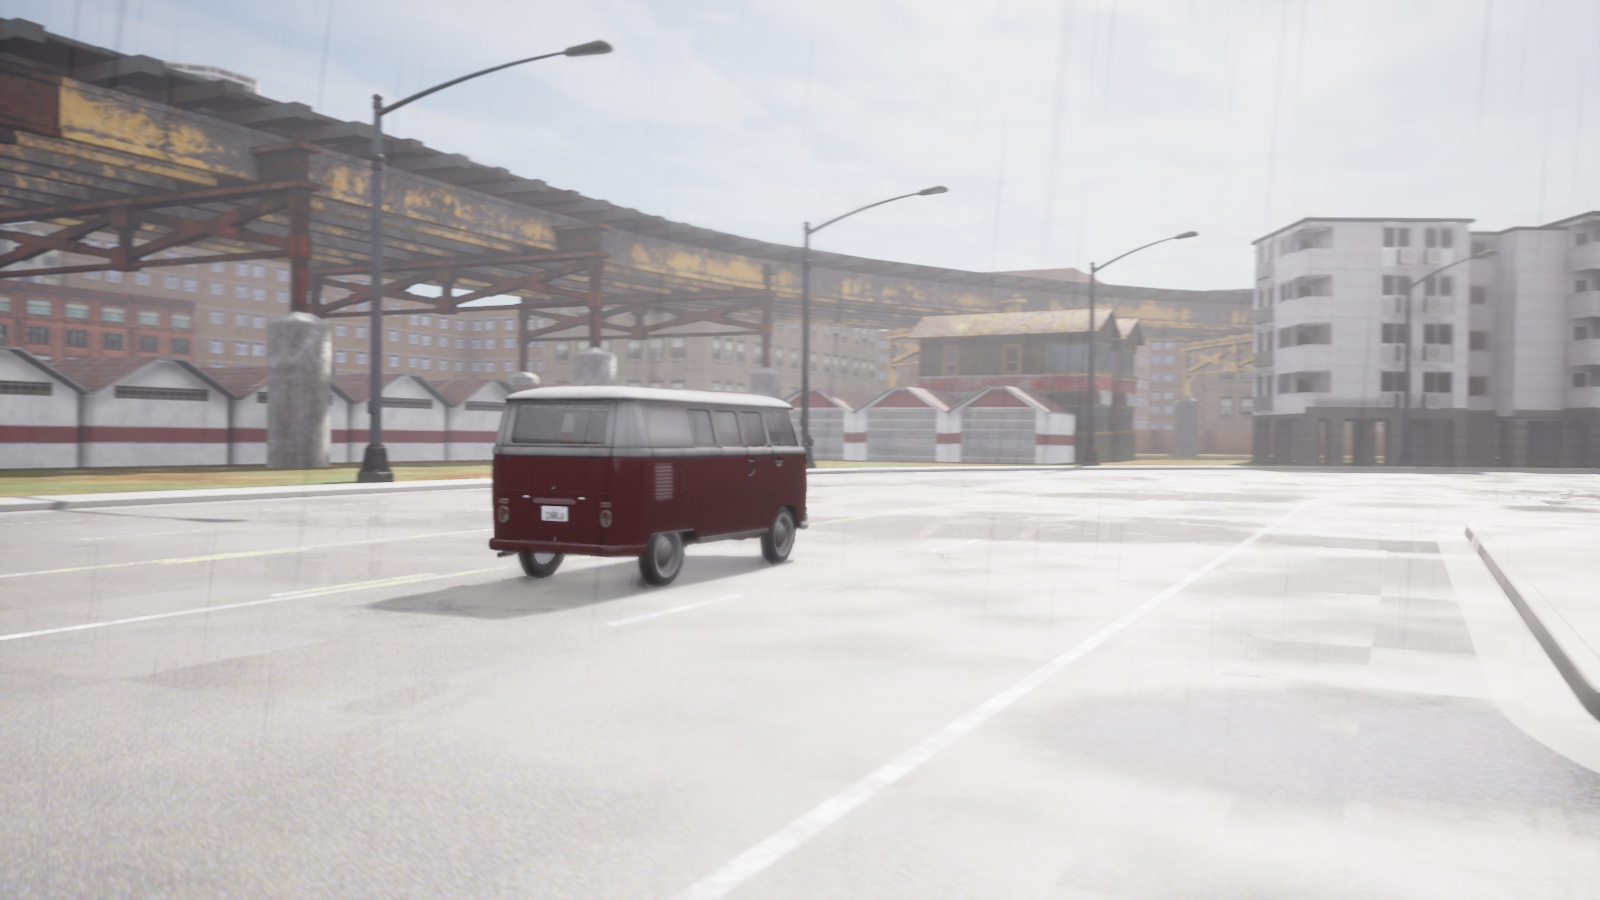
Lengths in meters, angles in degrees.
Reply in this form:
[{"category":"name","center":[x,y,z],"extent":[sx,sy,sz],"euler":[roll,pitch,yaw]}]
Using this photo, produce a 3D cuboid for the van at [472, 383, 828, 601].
[{"category":"van","center":[-1.417,0.357,13.818],"extent":[1.775,1.987,4.442],"euler":[0,1,25]}]
